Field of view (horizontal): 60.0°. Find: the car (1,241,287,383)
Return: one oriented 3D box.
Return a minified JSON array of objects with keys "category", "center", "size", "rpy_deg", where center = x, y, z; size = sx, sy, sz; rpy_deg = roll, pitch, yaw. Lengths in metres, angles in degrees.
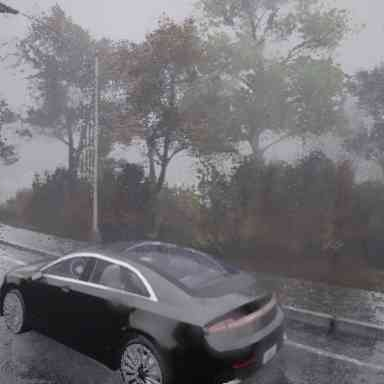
[{"category":"car","center":[-1.082,1.504,5.025],"size":[4.902,1.511,2.128],"rpy_deg":[0,0,38]}]
